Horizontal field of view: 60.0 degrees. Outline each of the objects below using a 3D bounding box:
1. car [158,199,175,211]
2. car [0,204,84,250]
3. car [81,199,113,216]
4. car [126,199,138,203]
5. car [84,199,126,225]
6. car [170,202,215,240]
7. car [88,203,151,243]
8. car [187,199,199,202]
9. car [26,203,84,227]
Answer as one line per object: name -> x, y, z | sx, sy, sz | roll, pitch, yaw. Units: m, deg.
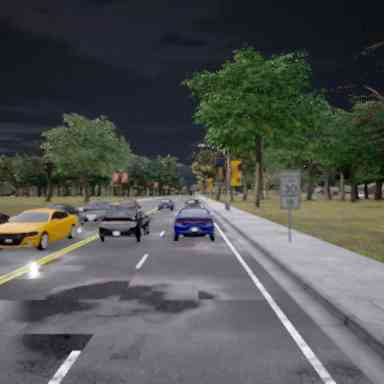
car -> -3.185, 1.565, 41.974 | 1.812, 1.442, 4.674 | 0, 0, 0
car -> -6.590, 1.486, 14.472 | 1.882, 1.535, 5.008 | 0, 0, 0
car -> -9.741, 1.535, 34.508 | 1.837, 1.490, 4.892 | 0, 0, 0
car -> -6.491, 1.535, 34.091 | 1.837, 1.490, 4.892 | 0, 0, 0
car -> -6.553, 1.509, 24.043 | 2.128, 1.511, 4.902 | 0, 0, 1
car -> 0.105, 1.488, 17.025 | 1.882, 1.535, 5.008 | 0, 0, 0
car -> -3.146, 1.501, 16.271 | 2.128, 1.511, 4.902 | 0, 0, 0
car -> 0.110, 1.561, 38.213 | 1.812, 1.442, 4.674 | 0, 0, 0
car -> -9.799, 1.565, 24.339 | 2.033, 1.411, 5.357 | 0, 0, 0
